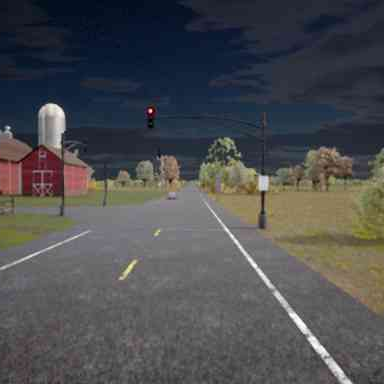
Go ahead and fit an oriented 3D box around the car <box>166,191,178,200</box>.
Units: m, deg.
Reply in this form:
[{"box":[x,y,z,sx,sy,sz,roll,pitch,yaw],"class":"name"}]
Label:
[{"box":[-3.288,0.655,55.667,1.812,1.442,4.674,0,2,0],"class":"car"}]
